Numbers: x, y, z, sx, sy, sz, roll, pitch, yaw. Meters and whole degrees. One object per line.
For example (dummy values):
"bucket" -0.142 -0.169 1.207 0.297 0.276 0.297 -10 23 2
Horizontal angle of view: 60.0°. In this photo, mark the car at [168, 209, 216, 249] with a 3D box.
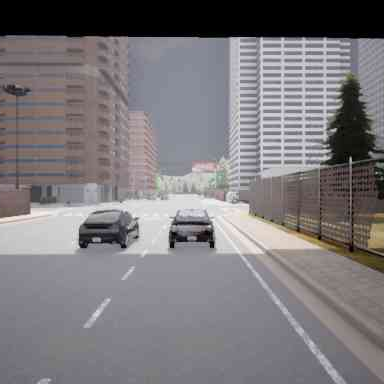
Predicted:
"car" 0.000 1.494 14.650 2.128 1.511 4.902 0 0 0

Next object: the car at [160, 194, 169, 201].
"car" -7.000 1.331 85.807 2.097 1.767 4.553 0 0 0

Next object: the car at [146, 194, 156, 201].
"car" -10.500 1.331 85.813 2.097 1.767 4.553 0 0 0

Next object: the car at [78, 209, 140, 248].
"car" -3.500 1.515 14.650 1.837 1.490 4.892 0 0 0
